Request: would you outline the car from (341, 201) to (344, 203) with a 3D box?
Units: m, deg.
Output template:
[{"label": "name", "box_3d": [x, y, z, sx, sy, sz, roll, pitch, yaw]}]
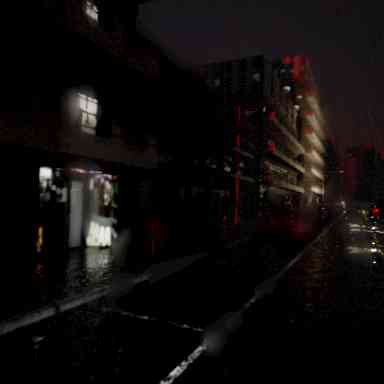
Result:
[{"label": "car", "box_3d": [22.884, 2.623, 53.210, 1.967, 1.590, 4.097, 2, 0, 27]}]

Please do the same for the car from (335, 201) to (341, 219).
[{"label": "car", "box_3d": [15.474, 2.147, 38.317, 2.192, 1.841, 5.009, 2, 0, 27]}]

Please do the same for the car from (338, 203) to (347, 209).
[{"label": "car", "box_3d": [35.266, 3.344, 78.015, 1.802, 1.307, 4.206, 2, 0, 27]}]

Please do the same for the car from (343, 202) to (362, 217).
[{"label": "car", "box_3d": [22.640, 2.570, 46.722, 1.882, 1.535, 5.008, 1, -1, 26]}]

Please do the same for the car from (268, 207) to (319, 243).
[{"label": "car", "box_3d": [5.582, 1.804, 18.460, 1.967, 1.590, 4.097, 2, 0, 27]}]

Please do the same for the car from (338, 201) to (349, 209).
[{"label": "car", "box_3d": [37.748, 3.193, 82.980, 2.192, 1.841, 5.009, 2, 0, 27]}]

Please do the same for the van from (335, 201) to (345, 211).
[{"label": "van", "box_3d": [30.326, 2.873, 68.092, 1.690, 1.788, 3.998, 2, 0, 27]}]

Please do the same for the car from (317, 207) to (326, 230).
[{"label": "car", "box_3d": [8.050, 2.026, 23.424, 1.887, 1.381, 4.507, 2, 0, 27]}]

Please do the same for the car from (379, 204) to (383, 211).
[{"label": "car", "box_3d": [40.305, 3.324, 69.408, 1.947, 1.339, 4.313, 2, 0, 27]}]

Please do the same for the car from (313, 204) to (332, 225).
[{"label": "car", "box_3d": [10.526, 2.038, 28.389, 1.967, 1.590, 4.097, 2, 0, 27]}]

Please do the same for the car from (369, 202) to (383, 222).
[{"label": "car", "box_3d": [20.247, 2.115, 35.132, 2.150, 2.045, 5.566, 1, -1, 27]}]

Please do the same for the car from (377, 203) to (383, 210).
[{"label": "car", "box_3d": [45.327, 3.518, 79.491, 1.752, 1.417, 4.829, 2, 0, 27]}]

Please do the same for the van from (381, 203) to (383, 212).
[{"label": "van", "box_3d": [37.842, 2.984, 64.444, 1.690, 1.788, 3.998, 2, 0, 27]}]

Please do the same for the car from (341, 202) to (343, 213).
[{"label": "car", "box_3d": [20.408, 2.616, 48.245, 2.008, 1.369, 4.403, 2, 0, 27]}]

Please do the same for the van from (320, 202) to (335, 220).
[{"label": "van", "box_3d": [13.002, 2.056, 33.354, 1.690, 1.788, 3.998, 2, 0, 27]}]

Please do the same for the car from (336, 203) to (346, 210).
[{"label": "car", "box_3d": [32.721, 3.169, 72.899, 1.752, 1.417, 4.829, 2, 0, 27]}]

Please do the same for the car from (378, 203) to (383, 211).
[{"label": "car", "box_3d": [42.783, 3.314, 74.374, 1.967, 1.590, 4.097, 2, 0, 27]}]
